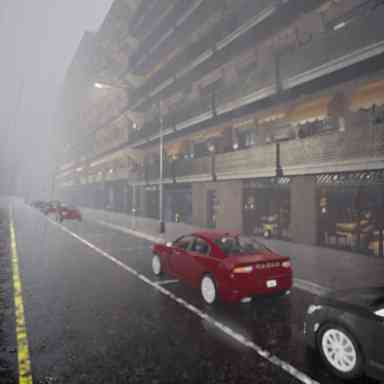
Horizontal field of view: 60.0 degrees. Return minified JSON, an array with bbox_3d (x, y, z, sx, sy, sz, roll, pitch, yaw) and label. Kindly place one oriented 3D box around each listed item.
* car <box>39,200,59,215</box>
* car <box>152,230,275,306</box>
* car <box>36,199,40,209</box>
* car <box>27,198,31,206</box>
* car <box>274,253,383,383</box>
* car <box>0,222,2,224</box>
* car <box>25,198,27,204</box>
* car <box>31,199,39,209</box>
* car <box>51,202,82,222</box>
[{"bbox_3d":[-15.829,1.746,37.878,1.967,1.590,4.097,0,-1,-29],"label":"car"},{"bbox_3d":[0.443,1.617,8.275,1.887,1.381,4.507,0,-1,-29],"label":"car"},{"bbox_3d":[-18.542,1.929,42.811,1.802,1.307,4.206,0,-1,-29],"label":"car"},{"bbox_3d":[-29.390,1.959,62.547,1.967,1.590,4.097,0,-1,-29],"label":"car"},{"bbox_3d":[3.154,1.589,3.341,2.008,1.369,4.403,0,-1,-29],"label":"car"},{"bbox_3d":[-10.153,1.653,15.744,2.033,1.411,5.357,0,-1,-29],"label":"car"},{"bbox_3d":[-34.896,2.138,72.563,1.752,1.417,4.829,0,-1,-29],"label":"car"},{"bbox_3d":[-23.966,1.997,52.679,1.947,1.339,4.313,0,-1,-29],"label":"car"},{"bbox_3d":[-10.405,1.804,28.008,1.802,1.307,4.206,0,-1,-29],"label":"car"}]
